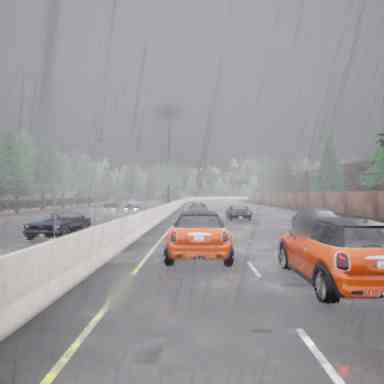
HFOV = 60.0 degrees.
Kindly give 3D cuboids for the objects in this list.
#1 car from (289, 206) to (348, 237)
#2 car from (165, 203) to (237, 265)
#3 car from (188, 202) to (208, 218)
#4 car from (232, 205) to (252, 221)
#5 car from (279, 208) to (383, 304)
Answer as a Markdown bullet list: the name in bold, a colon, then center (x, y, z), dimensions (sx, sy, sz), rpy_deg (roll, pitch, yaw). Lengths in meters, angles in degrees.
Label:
- **car**: center (7.370, 1.668, 19.877), dimensions (1.812, 1.442, 4.674), rpy_deg (0, 0, 1)
- **car**: center (0.248, 1.428, 12.120), dimensions (2.097, 1.767, 4.553), rpy_deg (0, 0, 1)
- **car**: center (0.602, 1.779, 34.010), dimensions (1.994, 1.385, 4.181), rpy_deg (0, 0, 1)
- **car**: center (4.026, 1.794, 29.339), dimensions (1.895, 1.301, 4.718), rpy_deg (0, 0, 1)
- **car**: center (3.696, 1.414, 8.436), dimensions (2.097, 1.767, 4.553), rpy_deg (0, 0, 1)
